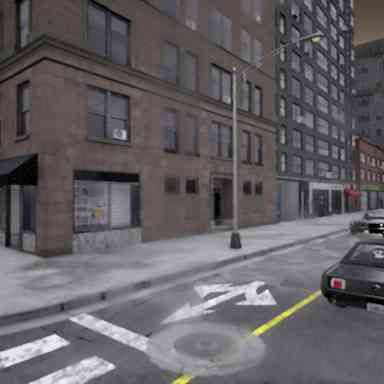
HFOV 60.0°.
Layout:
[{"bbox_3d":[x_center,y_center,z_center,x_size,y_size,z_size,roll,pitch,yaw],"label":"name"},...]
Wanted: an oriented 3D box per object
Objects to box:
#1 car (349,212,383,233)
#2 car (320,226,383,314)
[{"bbox_3d":[10.836,1.855,19.668,1.895,1.301,4.718,-1,-1,40],"label":"car"},{"bbox_3d":[4.510,1.677,7.256,1.895,1.301,4.718,-1,-1,40],"label":"car"}]
